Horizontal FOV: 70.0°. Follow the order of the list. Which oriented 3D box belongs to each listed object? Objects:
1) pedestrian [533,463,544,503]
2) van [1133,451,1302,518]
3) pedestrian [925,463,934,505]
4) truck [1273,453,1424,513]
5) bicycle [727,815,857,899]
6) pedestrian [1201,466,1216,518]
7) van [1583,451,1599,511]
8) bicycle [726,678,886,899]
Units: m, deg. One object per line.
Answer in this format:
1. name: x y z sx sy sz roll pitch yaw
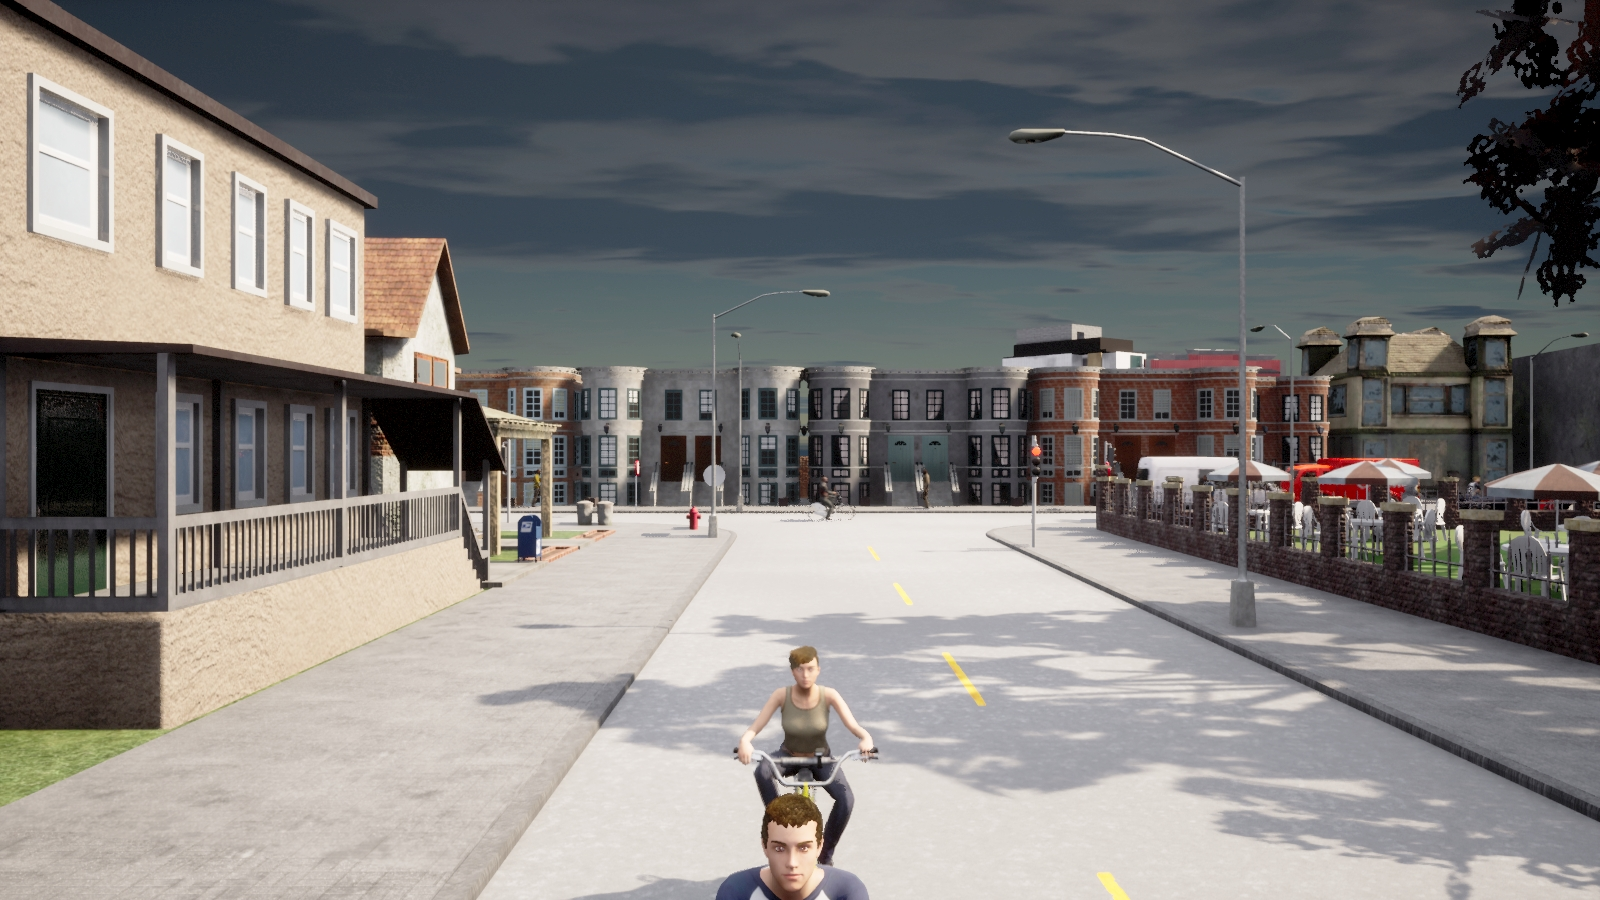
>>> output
1. pedestrian: -12.229 1.546 53.410 0.375 1.860 0.375 0 0 8
2. van: 16.325 1.333 44.875 5.915 2.561 1.988 0 0 0
3. pedestrian: 5.901 1.548 52.128 0.375 1.860 0.375 0 0 12
4. truck: 23.374 1.365 48.875 5.204 2.467 2.627 0 0 0
5. bicycle: -0.022 1.938 3.212 0.373 1.296 1.643 0 0 0
6. pedestrian: 14.860 1.533 41.587 0.375 1.860 0.375 0 0 -8
7. van: 37.194 1.334 48.909 5.915 2.561 1.988 0 0 1
8. bicycle: 0.033 2.037 6.895 0.859 1.080 1.487 0 -2 0
